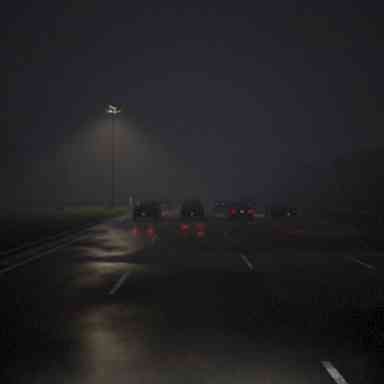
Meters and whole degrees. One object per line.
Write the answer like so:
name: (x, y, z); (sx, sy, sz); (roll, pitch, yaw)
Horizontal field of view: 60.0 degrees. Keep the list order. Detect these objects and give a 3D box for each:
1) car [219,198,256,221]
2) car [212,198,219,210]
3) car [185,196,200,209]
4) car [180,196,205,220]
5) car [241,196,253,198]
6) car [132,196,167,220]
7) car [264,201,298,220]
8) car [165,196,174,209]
car: (3.538, 1.427, 26.014); (2.033, 1.411, 5.357); (0, 0, 1)
car: (3.516, 1.364, 39.867); (2.033, 1.411, 5.357); (0, 0, 1)
car: (0.032, 1.310, 42.792); (1.837, 1.490, 4.892); (0, 1, 0)
car: (0.041, 1.370, 26.731); (2.128, 1.511, 4.902); (0, 0, 0)
car: (7.033, 1.308, 42.961); (1.837, 1.490, 4.892); (0, 1, 0)
car: (-3.461, 1.372, 26.284); (2.128, 1.511, 4.902); (0, 0, 0)
car: (7.044, 1.403, 26.481); (1.812, 1.442, 4.674); (0, 0, 0)
car: (-3.468, 1.313, 42.513); (1.837, 1.490, 4.892); (0, 1, 0)
